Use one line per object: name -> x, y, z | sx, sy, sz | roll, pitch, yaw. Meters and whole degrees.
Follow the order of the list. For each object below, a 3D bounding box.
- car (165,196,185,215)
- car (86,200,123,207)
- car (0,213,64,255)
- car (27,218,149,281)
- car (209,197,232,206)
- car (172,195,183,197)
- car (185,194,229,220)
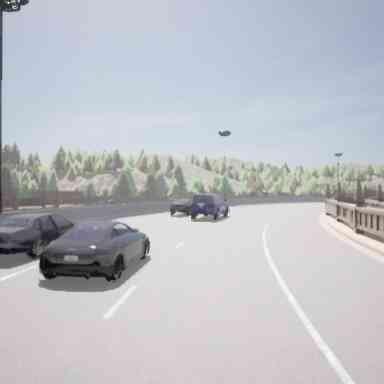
car -> -0.533, 1.454, 32.429 | 1.837, 1.490, 4.892 | 0, 0, 21
car -> -9.898, 1.543, 37.839 | 1.895, 1.301, 4.718 | 0, 0, 23
car -> -5.851, 1.501, 12.645 | 2.033, 1.411, 5.357 | 0, 0, 9
car -> -2.623, 1.533, 9.862 | 1.994, 1.385, 4.181 | 0, 0, 7
car -> 4.920, 1.567, 57.283 | 1.994, 1.385, 4.181 | 0, 0, 36
car -> -2.769, 1.354, 58.476 | 2.097, 1.767, 4.553 | 0, 0, 34
car -> 1.570, 1.175, 28.167 | 2.150, 2.045, 5.566 | 0, 0, 19
